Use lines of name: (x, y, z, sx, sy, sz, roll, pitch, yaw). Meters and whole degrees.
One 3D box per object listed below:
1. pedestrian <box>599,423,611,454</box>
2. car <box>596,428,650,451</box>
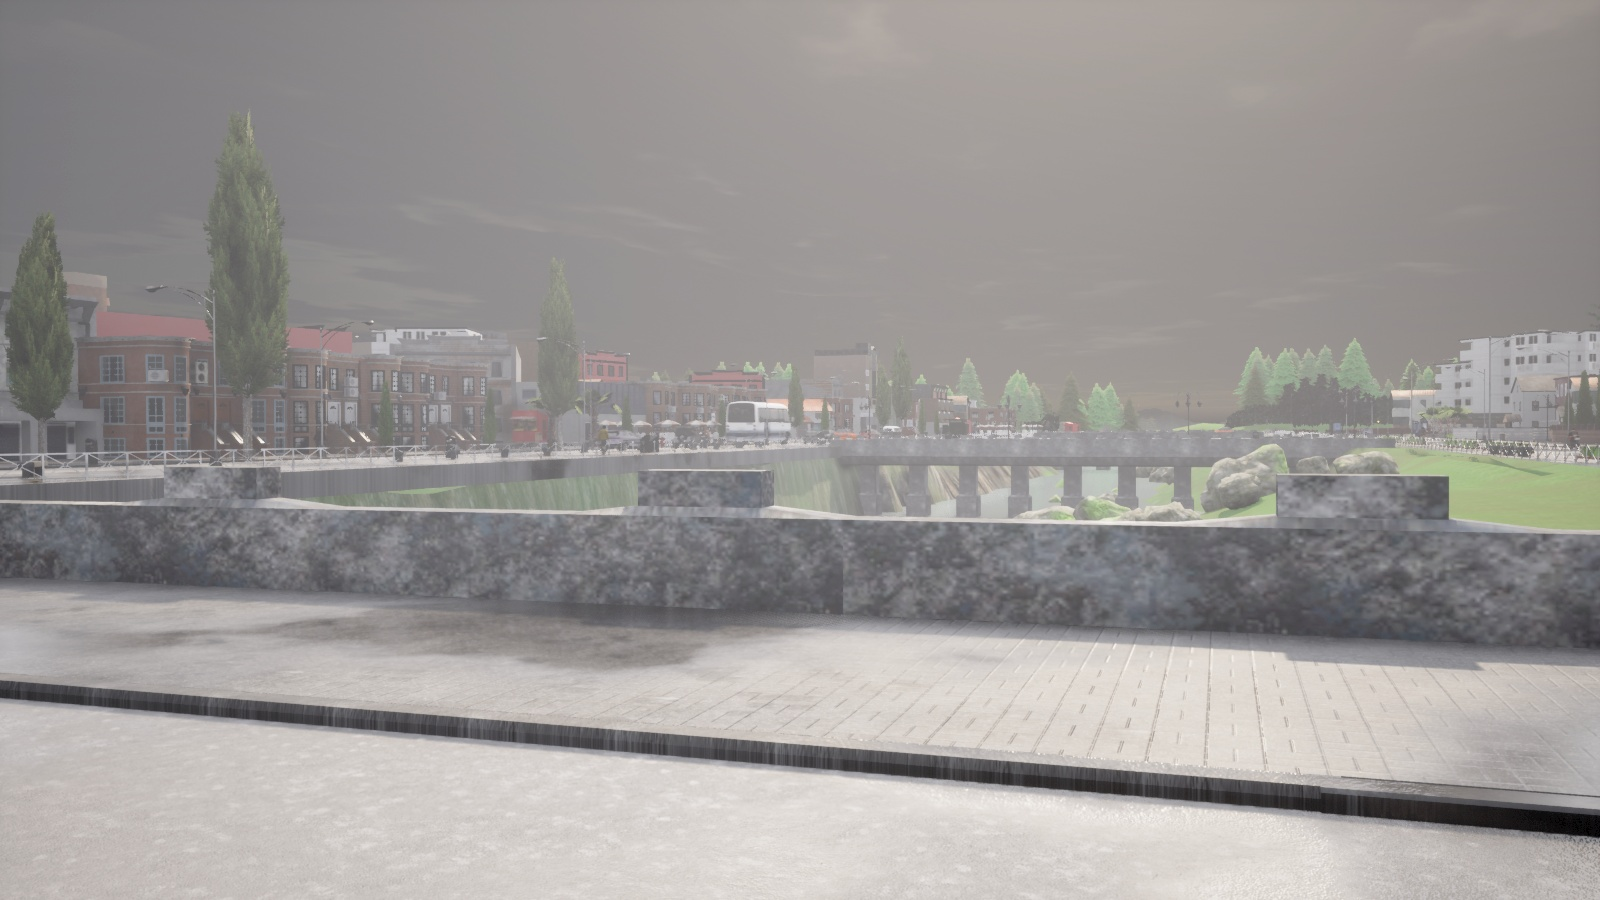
pedestrian: (-11.461, -0.686, 73.666, 0.431, 1.840, 0.709, 0, 1, 17)
car: (-13.294, -0.808, 94.608, 2.033, 1.649, 4.856, 1, 1, 19)
